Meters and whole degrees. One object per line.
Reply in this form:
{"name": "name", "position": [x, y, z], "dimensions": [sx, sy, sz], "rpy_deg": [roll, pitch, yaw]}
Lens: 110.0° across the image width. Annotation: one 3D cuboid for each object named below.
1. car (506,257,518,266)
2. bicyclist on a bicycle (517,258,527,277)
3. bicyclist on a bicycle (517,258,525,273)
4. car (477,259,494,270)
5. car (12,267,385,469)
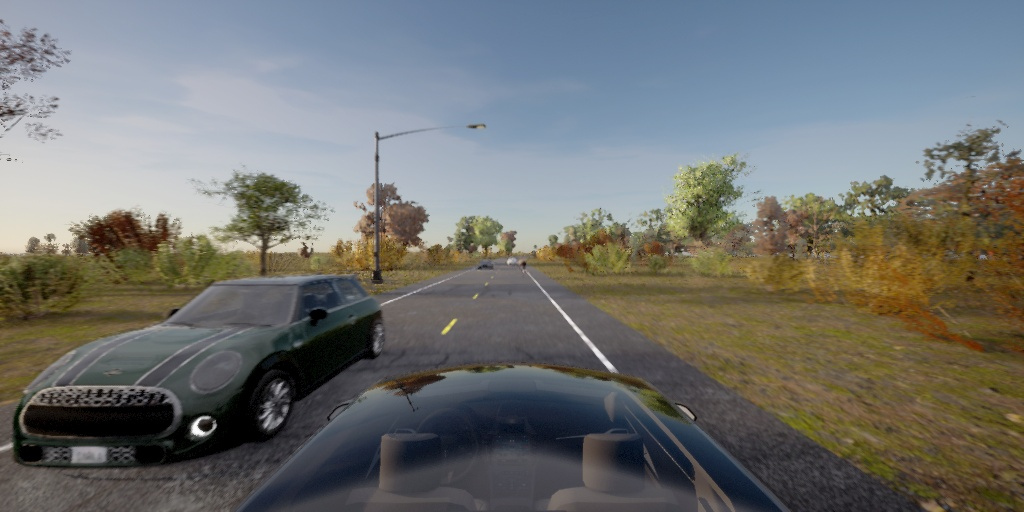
{"name": "car", "position": [0.044, 1.008, 64.635], "dimensions": [1.812, 1.442, 4.674], "rpy_deg": [0, 0, 1]}
{"name": "bicyclist on a bicycle", "position": [0.973, 1.019, 30.276], "dimensions": [0.659, 1.776, 1.843], "rpy_deg": [0, 0, 0]}
{"name": "bicyclist on a bicycle", "position": [0.957, 1.042, 40.140], "dimensions": [0.866, 1.612, 1.509], "rpy_deg": [0, 0, 0]}
{"name": "car", "position": [-3.526, 1.130, 48.420], "dimensions": [1.994, 1.385, 4.181], "rpy_deg": [0, 0, 1]}
{"name": "car", "position": [-3.594, 1.091, 5.291], "dimensions": [2.097, 1.767, 4.553], "rpy_deg": [0, 0, 0]}
